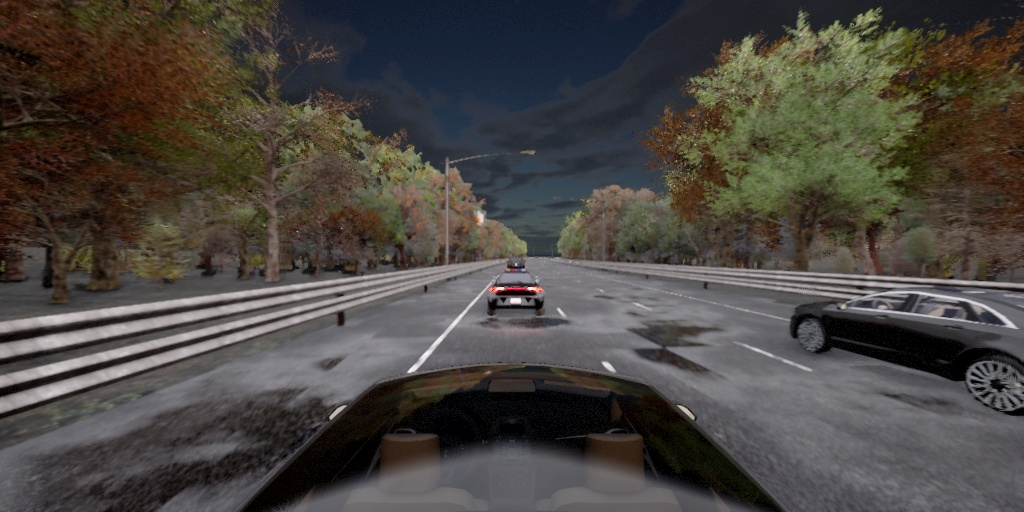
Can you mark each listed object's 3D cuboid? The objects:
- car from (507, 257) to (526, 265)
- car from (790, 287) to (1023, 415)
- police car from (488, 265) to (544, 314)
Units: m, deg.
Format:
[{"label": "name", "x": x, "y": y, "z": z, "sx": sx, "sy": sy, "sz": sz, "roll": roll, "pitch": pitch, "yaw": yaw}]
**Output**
[{"label": "car", "x": 0.531, "y": 1.124, "z": 44.299, "sx": 2.150, "sy": 2.045, "sz": 5.566, "roll": 0, "pitch": 0, "yaw": 1}, {"label": "car", "x": 7.106, "y": 1.261, "z": 5.988, "sx": 2.128, "sy": 1.511, "sz": 4.902, "roll": 0, "pitch": 0, "yaw": 0}, {"label": "police car", "x": 0.141, "y": 1.297, "z": 14.095, "sx": 2.038, "sy": 1.542, "sz": 4.974, "roll": 0, "pitch": 0, "yaw": 0}]
